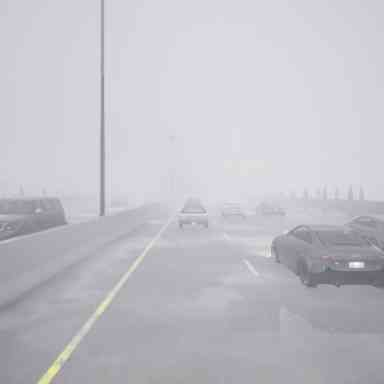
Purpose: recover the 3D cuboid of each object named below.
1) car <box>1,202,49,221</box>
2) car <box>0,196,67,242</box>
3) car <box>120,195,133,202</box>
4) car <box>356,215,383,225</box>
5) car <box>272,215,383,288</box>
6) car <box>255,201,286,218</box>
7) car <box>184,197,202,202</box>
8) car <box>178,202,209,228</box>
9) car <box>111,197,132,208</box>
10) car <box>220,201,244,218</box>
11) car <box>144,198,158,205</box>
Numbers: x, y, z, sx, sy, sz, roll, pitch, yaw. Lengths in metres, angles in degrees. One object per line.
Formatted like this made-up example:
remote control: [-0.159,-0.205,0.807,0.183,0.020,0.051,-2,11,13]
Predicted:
car: [-14.094,1.566,28.302,1.994,1.385,4.181,0,0,0]
car: [-7.100,1.222,13.823,2.150,2.045,5.566,0,0,0]
car: [-13.998,1.333,71.007,1.895,1.301,4.718,0,0,0]
car: [7.100,1.564,12.698,1.994,1.385,4.181,0,0,0]
car: [3.600,1.564,9.281,1.994,1.385,4.181,0,0,0]
car: [7.101,1.548,30.538,2.033,1.411,5.357,0,0,0]
car: [0.101,1.354,40.697,2.097,1.767,4.553,0,0,0]
car: [0.101,1.602,22.357,1.895,1.301,4.718,0,0,0]
car: [-10.571,1.480,48.887,1.882,1.535,5.008,0,0,0]
car: [3.588,1.527,30.139,1.812,1.442,4.674,0,0,0]
car: [-7.034,1.603,56.696,1.895,1.301,4.718,0,0,1]
